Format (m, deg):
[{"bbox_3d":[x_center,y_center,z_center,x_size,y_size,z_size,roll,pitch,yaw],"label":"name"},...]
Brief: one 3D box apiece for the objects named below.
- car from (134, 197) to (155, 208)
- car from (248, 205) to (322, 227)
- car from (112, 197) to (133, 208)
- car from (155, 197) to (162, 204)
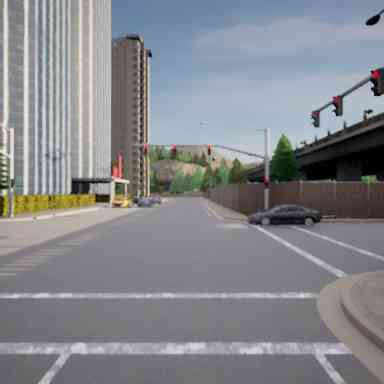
[{"bbox_3d":[-7.044,1.634,49.745,1.812,1.442,4.674,0,0,0],"label":"car"},{"bbox_3d":[6.328,1.656,22.913,4.892,1.490,1.837,-2,0,0],"label":"car"},{"bbox_3d":[-10.541,1.585,49.630,1.882,1.535,5.008,0,0,0],"label":"car"},{"bbox_3d":[-6.973,1.663,65.047,1.812,1.442,4.674,0,0,1],"label":"car"}]
